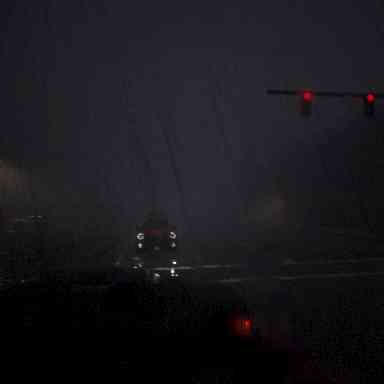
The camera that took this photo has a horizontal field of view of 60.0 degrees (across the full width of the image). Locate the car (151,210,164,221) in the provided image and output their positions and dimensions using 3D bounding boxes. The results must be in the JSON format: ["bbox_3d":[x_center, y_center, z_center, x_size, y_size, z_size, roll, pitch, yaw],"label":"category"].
[{"bbox_3d":[-5.483,3.730,52.918,1.882,1.535,5.008,-1,-3,-6],"label":"car"}]

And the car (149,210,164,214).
[{"bbox_3d":[-3.982,3.093,37.414,2.150,2.045,5.566,-1,-3,-6],"label":"car"}]

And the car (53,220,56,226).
[{"bbox_3d":[-19.332,3.779,42.074,3.806,1.475,1.970,-1,-3,-7],"label":"car"}]

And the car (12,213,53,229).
[{"bbox_3d":[-18.978,3.396,39.216,3.866,1.878,1.905,-1,-3,-7],"label":"car"}]

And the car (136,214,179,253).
[{"bbox_3d":[-1.966,2.282,18.398,2.097,1.767,4.553,-1,-3,-7],"label":"car"}]

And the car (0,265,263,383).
[{"bbox_3d":[-1.780,1.821,4.716,5.357,1.411,2.033,-1,-3,-9],"label":"car"}]

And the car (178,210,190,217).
[{"bbox_3d":[-2.219,5.877,89.651,1.994,1.385,4.181,-1,-3,-6],"label":"car"}]

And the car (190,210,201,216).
[{"bbox_3d":[1.304,5.755,89.600,1.837,1.490,4.892,-1,-3,-6],"label":"car"}]
